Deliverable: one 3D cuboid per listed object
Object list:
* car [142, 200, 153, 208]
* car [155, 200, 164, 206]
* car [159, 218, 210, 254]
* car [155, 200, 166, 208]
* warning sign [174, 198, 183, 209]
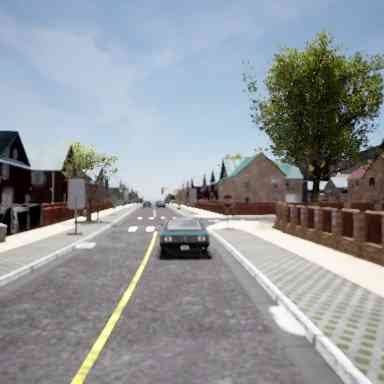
[{"bbox_3d":[-9.131,2.478,67.939,1.837,1.490,4.892,0,-1,-7],"label":"car"},{"bbox_3d":[-7.894,2.696,80.921,1.994,1.385,4.181,0,-1,-7],"label":"car"},{"bbox_3d":[-0.387,1.756,14.254,1.895,1.301,4.718,0,-1,-3],"label":"car"},{"bbox_3d":[-6.146,2.497,66.134,2.033,1.411,5.357,0,-1,-7],"label":"car"},{"bbox_3d":[-2.168,1.840,53.821,1.300,1.860,1.060,-1,-2,-7],"label":"warning sign"}]
